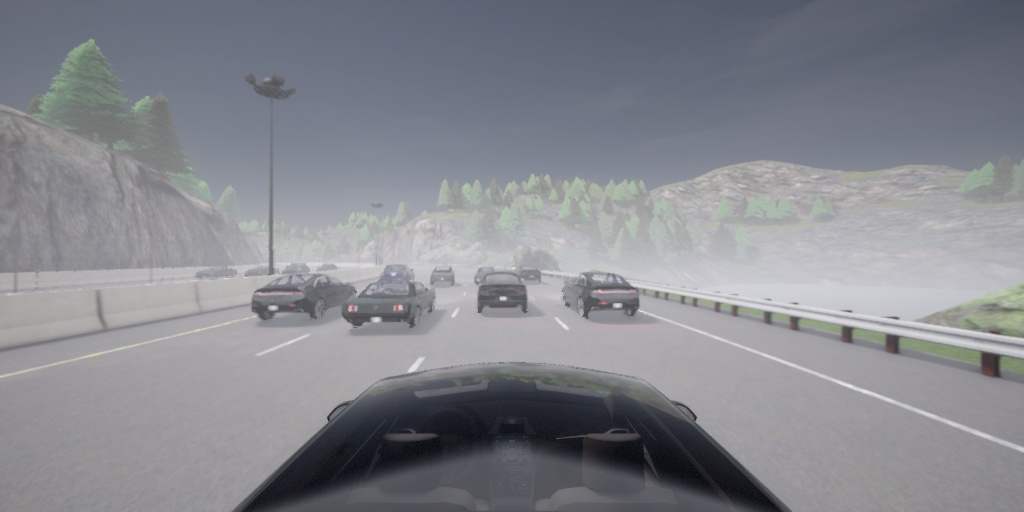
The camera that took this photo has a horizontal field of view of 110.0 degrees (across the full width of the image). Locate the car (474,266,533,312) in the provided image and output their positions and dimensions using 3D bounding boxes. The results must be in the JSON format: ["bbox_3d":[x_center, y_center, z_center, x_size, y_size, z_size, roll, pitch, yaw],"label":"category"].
[{"bbox_3d":[-0.465,1.359,14.968,1.882,1.535,5.008,0,-1,-4],"label":"car"}]

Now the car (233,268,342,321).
[{"bbox_3d":[-7.366,1.385,13.263,2.128,1.511,4.902,0,-1,-4],"label":"car"}]

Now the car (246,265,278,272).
[{"bbox_3d":[-29.856,1.824,43.029,2.033,1.411,5.357,0,-1,-14],"label":"car"}]

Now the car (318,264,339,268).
[{"bbox_3d":[-23.398,1.784,45.851,1.837,1.490,4.892,0,-1,-14],"label":"car"}]

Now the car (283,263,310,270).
[{"bbox_3d":[-26.665,1.629,44.505,2.097,1.767,4.553,0,0,-14],"label":"car"}]

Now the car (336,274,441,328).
[{"bbox_3d":[-3.776,1.466,11.947,1.895,1.301,4.718,0,-1,-3],"label":"car"}]

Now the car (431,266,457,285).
[{"bbox_3d":[-5.529,1.532,29.038,2.128,1.511,4.902,0,0,-8],"label":"car"}]

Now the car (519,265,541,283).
[{"bbox_3d":[1.214,1.512,31.265,1.882,1.535,5.008,0,-1,-9],"label":"car"}]

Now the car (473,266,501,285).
[{"bbox_3d":[-2.160,1.601,30.167,1.994,1.385,4.181,0,-1,-9],"label":"car"}]

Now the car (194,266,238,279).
[{"bbox_3d":[-32.676,1.804,39.871,2.033,1.411,5.357,0,-1,-13],"label":"car"}]

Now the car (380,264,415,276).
[{"bbox_3d":[-8.964,1.398,28.346,2.097,1.767,4.553,0,-1,-8],"label":"car"}]

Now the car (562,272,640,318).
[{"bbox_3d":[3.135,1.345,13.520,2.128,1.511,4.902,0,0,-3],"label":"car"}]
